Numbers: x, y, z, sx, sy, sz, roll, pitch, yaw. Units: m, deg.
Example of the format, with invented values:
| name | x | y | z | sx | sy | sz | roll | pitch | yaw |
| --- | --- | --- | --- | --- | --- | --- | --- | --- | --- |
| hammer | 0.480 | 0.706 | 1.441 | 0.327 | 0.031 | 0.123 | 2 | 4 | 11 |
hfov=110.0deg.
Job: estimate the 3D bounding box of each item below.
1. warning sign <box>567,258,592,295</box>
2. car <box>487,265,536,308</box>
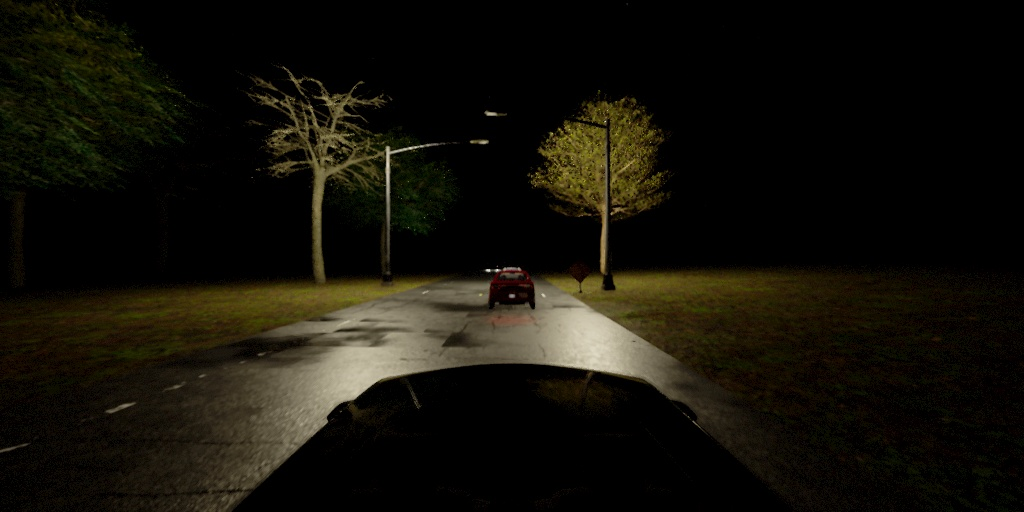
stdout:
| name | x | y | z | sx | sy | sz | roll | pitch | yaw |
| --- | --- | --- | --- | --- | --- | --- | --- | --- | --- |
| warning sign | 3.545 | 1.039 | 18.505 | 1.300 | 1.860 | 1.060 | 0 | 0 | 0 |
| car | 0.020 | 1.378 | 16.115 | 1.882 | 1.535 | 5.008 | 0 | 0 | 0 |
